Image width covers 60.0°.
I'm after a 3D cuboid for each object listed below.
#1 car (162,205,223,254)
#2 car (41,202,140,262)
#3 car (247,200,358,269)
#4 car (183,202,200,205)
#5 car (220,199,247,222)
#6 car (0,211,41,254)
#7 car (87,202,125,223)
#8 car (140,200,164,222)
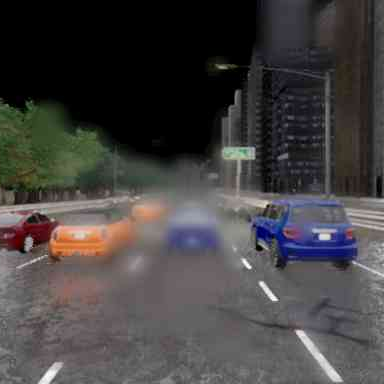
[{"bbox_3d":[0.036,1.536,13.750,1.882,1.535,5.008,0,0,0],"label":"car"},{"bbox_3d":[-3.472,1.405,12.467,2.097,1.767,4.553,0,0,0],"label":"car"},{"bbox_3d":[3.517,1.272,11.446,2.150,2.045,5.566,0,0,0],"label":"car"},{"bbox_3d":[-0.007,1.604,27.582,2.128,1.511,4.902,0,0,1],"label":"car"},{"bbox_3d":[3.494,1.462,27.497,2.097,1.767,4.553,0,0,0],"label":"car"},{"bbox_3d":[-6.965,1.536,13.731,1.882,1.535,5.008,0,0,0],"label":"car"},{"bbox_3d":[-7.005,1.618,27.604,1.837,1.490,4.892,0,0,0],"label":"car"},{"bbox_3d":[-3.506,1.463,27.478,2.097,1.767,4.553,0,0,0],"label":"car"}]
